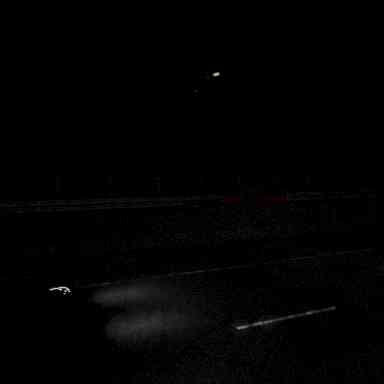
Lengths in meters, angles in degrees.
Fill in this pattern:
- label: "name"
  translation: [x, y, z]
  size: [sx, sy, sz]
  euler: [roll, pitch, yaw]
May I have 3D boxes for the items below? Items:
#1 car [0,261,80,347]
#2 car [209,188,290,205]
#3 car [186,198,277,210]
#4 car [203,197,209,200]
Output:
- label: "car"
  translation: [-4.142, 1.546, 4.983]
  size: [4.674, 1.442, 1.812]
  euler: [-2, 1, -23]
- label: "car"
  translation: [4.419, 0.772, 23.964]
  size: [5.566, 2.045, 2.150]
  euler: [-2, 1, -22]
- label: "car"
  translation: [2.255, 1.268, 19.283]
  size: [4.718, 1.301, 1.895]
  euler: [-2, 1, -23]
- label: "car"
  translation: [1.869, 1.056, 26.695]
  size: [4.902, 1.511, 2.128]
  euler: [-2, 1, -22]
